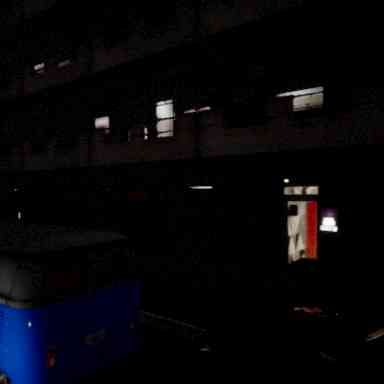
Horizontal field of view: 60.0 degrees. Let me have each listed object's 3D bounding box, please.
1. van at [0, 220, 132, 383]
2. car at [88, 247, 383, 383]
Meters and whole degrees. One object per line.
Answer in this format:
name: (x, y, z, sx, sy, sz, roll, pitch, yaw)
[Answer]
van: (-2.553, 1.343, 4.698, 3.998, 1.788, 1.690, 0, 0, 35)
car: (2.074, 1.315, 1.399, 5.009, 1.841, 2.192, 0, 0, 35)
